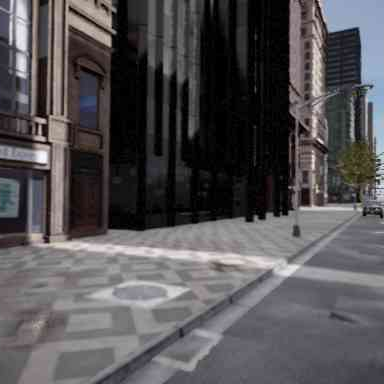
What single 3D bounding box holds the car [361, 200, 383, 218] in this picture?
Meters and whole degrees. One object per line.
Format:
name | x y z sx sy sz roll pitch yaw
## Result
car | 22.124 2.003 40.708 2.150 2.045 5.566 0 -1 29
